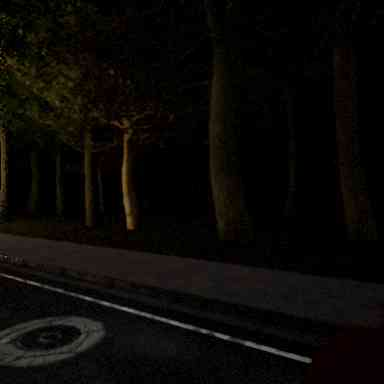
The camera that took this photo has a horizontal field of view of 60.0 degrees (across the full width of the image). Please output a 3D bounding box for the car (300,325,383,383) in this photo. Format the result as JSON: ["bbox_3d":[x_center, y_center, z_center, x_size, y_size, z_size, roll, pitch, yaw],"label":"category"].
[{"bbox_3d":[2.905,1.589,1.613,4.718,1.301,1.895,-1,0,35],"label":"car"}]
